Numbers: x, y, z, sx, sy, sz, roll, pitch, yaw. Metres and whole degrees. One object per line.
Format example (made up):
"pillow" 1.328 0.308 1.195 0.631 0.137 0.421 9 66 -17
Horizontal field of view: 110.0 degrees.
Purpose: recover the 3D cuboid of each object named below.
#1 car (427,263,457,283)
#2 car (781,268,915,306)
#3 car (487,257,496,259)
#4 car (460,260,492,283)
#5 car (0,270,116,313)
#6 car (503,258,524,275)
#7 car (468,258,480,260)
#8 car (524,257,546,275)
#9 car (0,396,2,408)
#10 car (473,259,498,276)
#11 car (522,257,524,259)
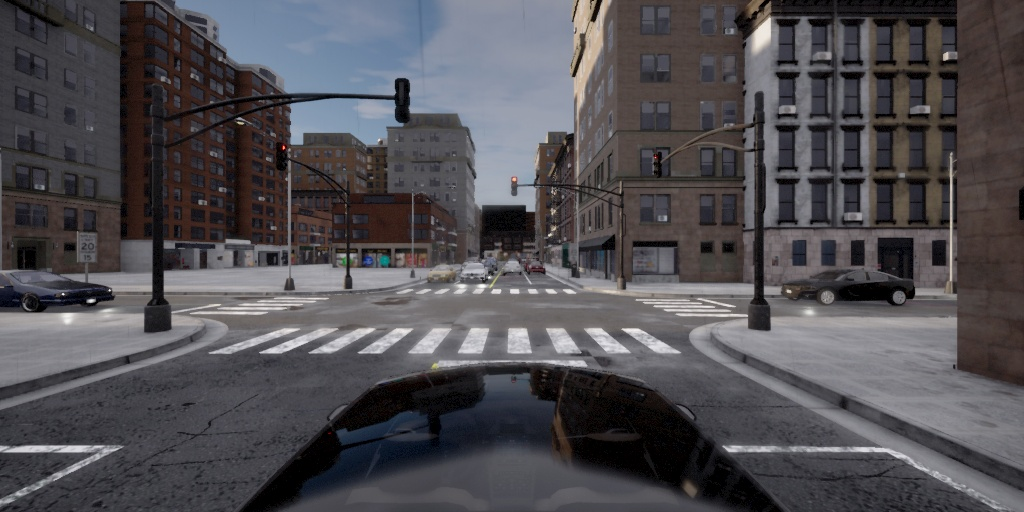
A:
"car" -5.403 1.276 27.945 1.751 1.417 4.829 0 0 0
"car" 14.764 1.310 15.921 5.008 1.535 1.882 0 0 -1
"car" -2.862 1.244 48.075 2.128 1.511 4.902 0 0 0
"car" -2.862 1.276 28.072 1.812 1.442 4.674 0 0 0
"car" -17.810 1.215 12.912 5.357 1.411 2.033 0 0 0
"car" 0.053 1.277 39.910 1.812 1.442 4.674 0 0 0
"car" -5.413 1.303 45.101 2.007 1.370 4.403 0 0 0
"car" 2.616 1.191 39.443 1.967 1.591 4.097 0 0 0
"car" -5.388 1.300 1.270 2.007 1.370 4.403 0 0 0
"car" -2.858 1.315 37.879 1.994 1.385 4.181 0 0 1
"car" 2.612 1.067 45.105 2.192 1.841 5.009 0 0 0
